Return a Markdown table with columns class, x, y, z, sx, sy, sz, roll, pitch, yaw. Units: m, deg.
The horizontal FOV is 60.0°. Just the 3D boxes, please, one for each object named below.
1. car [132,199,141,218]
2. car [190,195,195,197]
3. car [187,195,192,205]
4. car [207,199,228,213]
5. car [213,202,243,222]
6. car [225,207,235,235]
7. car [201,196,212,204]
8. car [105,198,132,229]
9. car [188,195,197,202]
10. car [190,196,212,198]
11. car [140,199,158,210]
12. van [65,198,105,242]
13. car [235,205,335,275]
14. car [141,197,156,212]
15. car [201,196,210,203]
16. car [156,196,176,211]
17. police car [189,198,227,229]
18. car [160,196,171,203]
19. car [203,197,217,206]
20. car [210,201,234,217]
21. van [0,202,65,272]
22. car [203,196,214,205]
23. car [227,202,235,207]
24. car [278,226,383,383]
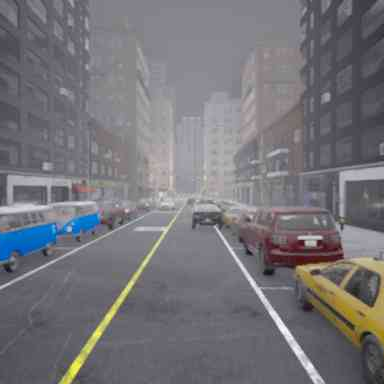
| class | x | y | z | sx | sy | sz | roll | pitch | yaw |
| --- | --- | --- | --- | --- | --- | --- | --- | --- | --- |
| car | -5.664 | 1.453 | 27.161 | 1.967 | 1.590 | 4.097 | -1 | 0 | 0 |
| car | 0.918 | 1.471 | 37.990 | 1.801 | 1.575 | 5.366 | 0 | 0 | 0 |
| car | 0.028 | 1.520 | 57.341 | 1.837 | 1.490 | 4.892 | 0 | 0 | 0 |
| car | 2.880 | 1.567 | 38.329 | 2.008 | 1.369 | 4.403 | -1 | 0 | 0 |
| car | 2.872 | 1.579 | 27.157 | 1.947 | 1.339 | 4.313 | -1 | 0 | 0 |
| car | 2.864 | 1.591 | 15.985 | 1.802 | 1.307 | 4.206 | -1 | 0 | 0 |
| car | 2.900 | 1.578 | 66.258 | 1.947 | 1.339 | 4.313 | -1 | 0 | 0 |
| car | -5.669 | 1.327 | 21.576 | 2.192 | 1.841 | 5.009 | -1 | 0 | 0 |
| car | 0.035 | 1.354 | 72.447 | 1.882 | 1.535 | 5.008 | 0 | 0 | 0 |
| car | 0.915 | 1.470 | 31.989 | 1.801 | 1.575 | 5.366 | 0 | 0 | 0 |
| car | -5.655 | 1.599 | 43.918 | 1.802 | 1.307 | 4.206 | -1 | 0 | 0 |
| van | -5.671 | 1.351 | 15.990 | 1.690 | 1.788 | 3.998 | -1 | 0 | 0 |
| car | 2.857 | 1.322 | 10.399 | 2.192 | 1.841 | 5.009 | -1 | 0 | 0 |
| car | -5.659 | 1.456 | 38.332 | 1.967 | 1.590 | 4.097 | -1 | 0 | 0 |
| car | 2.904 | 1.592 | 71.844 | 1.802 | 1.307 | 4.206 | -1 | 0 | 0 |
| car | -3.068 | 1.542 | 41.439 | 1.812 | 1.442 | 4.674 | 0 | 0 | 0 |
| police car | 0.910 | 1.437 | 21.909 | 1.930 | 1.638 | 5.238 | 0 | 0 | 0 |
| car | -5.641 | 1.555 | 71.847 | 1.887 | 1.381 | 4.507 | -1 | 0 | 0 |
| car | 2.892 | 1.567 | 55.086 | 2.008 | 1.369 | 4.403 | -1 | 0 | 0 |
| car | 2.876 | 1.580 | 32.743 | 1.947 | 1.339 | 4.313 | -1 | 0 | 0 |
| van | -5.674 | 1.348 | 10.404 | 1.690 | 1.788 | 3.998 | -1 | 0 | 0 |
| car | 2.896 | 1.540 | 60.842 | 1.752 | 1.417 | 4.829 | -1 | 0 | 0 |
| car | 2.867 | 1.537 | 21.741 | 1.752 | 1.417 | 4.829 | -1 | 0 | 0 |
| car | 2.856 | 1.529 | 4.983 | 1.752 | 1.417 | 4.829 | -1 | 0 | 0 |
